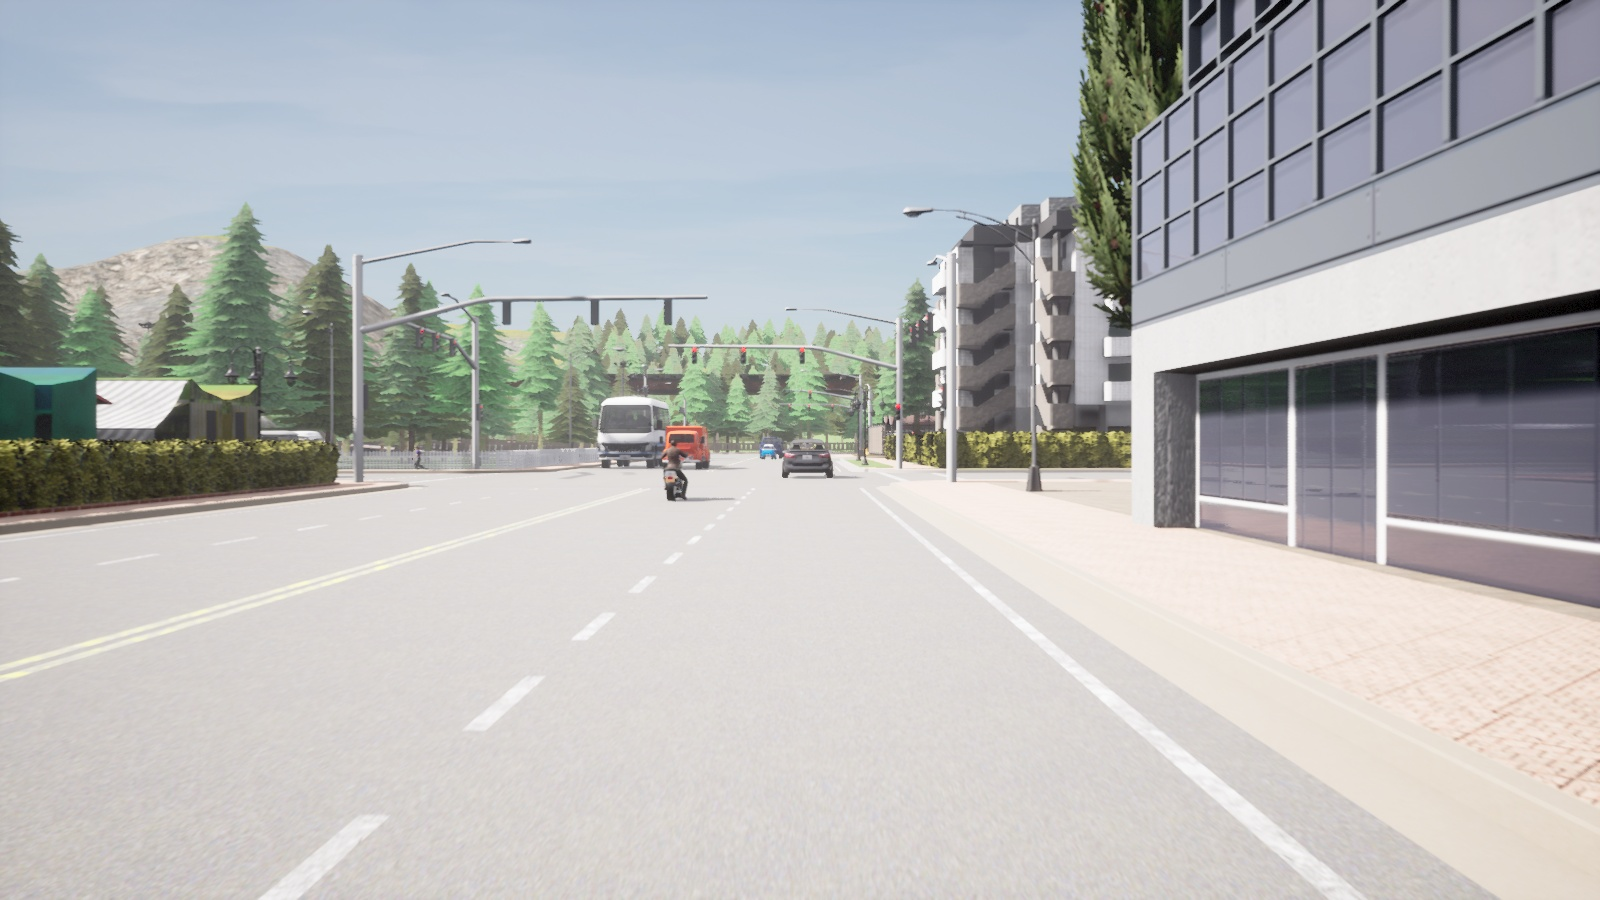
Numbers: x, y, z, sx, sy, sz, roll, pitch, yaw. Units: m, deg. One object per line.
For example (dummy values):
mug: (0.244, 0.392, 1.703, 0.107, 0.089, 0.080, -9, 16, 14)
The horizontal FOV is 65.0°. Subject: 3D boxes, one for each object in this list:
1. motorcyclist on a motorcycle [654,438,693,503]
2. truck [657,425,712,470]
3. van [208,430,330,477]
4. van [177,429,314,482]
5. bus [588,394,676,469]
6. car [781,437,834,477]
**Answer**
motorcyclist on a motorcycle: (-3.297, 0.509, 32.907, 0.766, 1.649, 2.350, 0, 0, 0)
truck: (-6.573, -0.154, 72.021, 2.627, 2.467, 5.204, 0, 0, 0)
van: (-23.217, 0.141, 55.016, 4.480, 2.038, 2.069, 0, 0, -1)
van: (-21.159, 0.211, 48.058, 4.442, 1.987, 1.775, 0, 0, -1)
bus: (-10.047, -1.069, 76.542, 3.944, 4.253, 10.273, 0, 0, 0)
car: (0.331, 0.280, 55.187, 2.242, 1.667, 4.611, 0, 0, 0)
